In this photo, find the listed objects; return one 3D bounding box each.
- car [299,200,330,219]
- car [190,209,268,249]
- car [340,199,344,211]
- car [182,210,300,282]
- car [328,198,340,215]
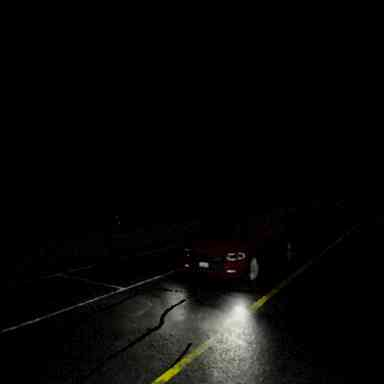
[{"bbox_3d":[10.644,1.582,29.458,1.802,1.307,4.206,0,0,32],"label":"car"},{"bbox_3d":[1.865,1.566,15.398,1.947,1.339,4.313,0,0,32],"label":"car"},{"bbox_3d":[16.497,1.441,38.830,1.967,1.590,4.097,0,0,32],"label":"car"},{"bbox_3d":[1.607,1.477,10.138,1.882,1.535,5.008,0,0,32],"label":"car"},{"bbox_3d":[13.571,1.566,34.144,1.947,1.339,4.313,0,0,32],"label":"car"}]
